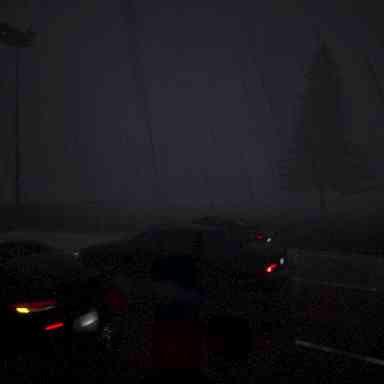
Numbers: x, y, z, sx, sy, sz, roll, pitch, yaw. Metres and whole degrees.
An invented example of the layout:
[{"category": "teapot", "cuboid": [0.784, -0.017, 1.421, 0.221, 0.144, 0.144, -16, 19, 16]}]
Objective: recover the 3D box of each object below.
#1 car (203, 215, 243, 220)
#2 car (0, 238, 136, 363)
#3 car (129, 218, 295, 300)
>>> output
[{"category": "car", "cuboid": [0.679, 1.497, 11.470, 4.181, 1.385, 1.994, 0, 0, 29]}, {"category": "car", "cuboid": [-3.400, 1.503, 5.467, 4.674, 1.442, 1.812, 0, 0, 28]}, {"category": "car", "cuboid": [-0.323, 1.501, 8.162, 5.357, 1.411, 2.033, 0, 0, 28]}]
